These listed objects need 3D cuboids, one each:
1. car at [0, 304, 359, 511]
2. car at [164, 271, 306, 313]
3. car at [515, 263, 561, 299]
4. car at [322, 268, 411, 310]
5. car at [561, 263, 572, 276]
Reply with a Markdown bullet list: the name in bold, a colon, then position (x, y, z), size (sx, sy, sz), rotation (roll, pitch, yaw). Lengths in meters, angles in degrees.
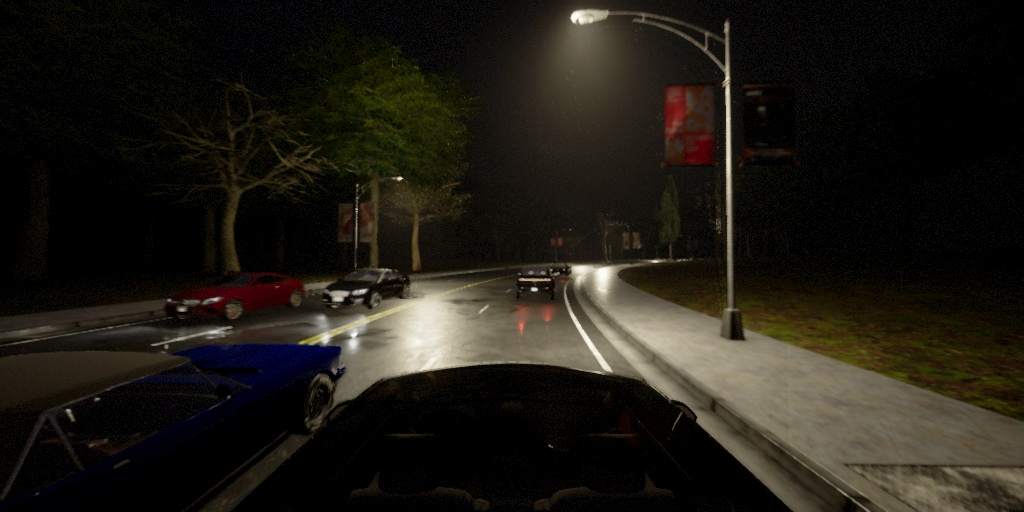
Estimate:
- **car**: position (-3.084, 1.341, 2.535), size (1.895, 1.301, 4.718), rotation (0, 0, 0)
- **car**: position (-9.300, 1.281, 12.613), size (1.812, 1.442, 4.674), rotation (0, 0, 4)
- **car**: position (1.286, 1.280, 18.334), size (2.128, 1.511, 4.902), rotation (0, 0, 7)
- **car**: position (-5.838, 1.264, 14.991), size (2.128, 1.511, 4.902), rotation (0, 0, 6)
- **car**: position (5.116, 1.401, 37.462), size (1.895, 1.301, 4.718), rotation (0, 0, 15)
